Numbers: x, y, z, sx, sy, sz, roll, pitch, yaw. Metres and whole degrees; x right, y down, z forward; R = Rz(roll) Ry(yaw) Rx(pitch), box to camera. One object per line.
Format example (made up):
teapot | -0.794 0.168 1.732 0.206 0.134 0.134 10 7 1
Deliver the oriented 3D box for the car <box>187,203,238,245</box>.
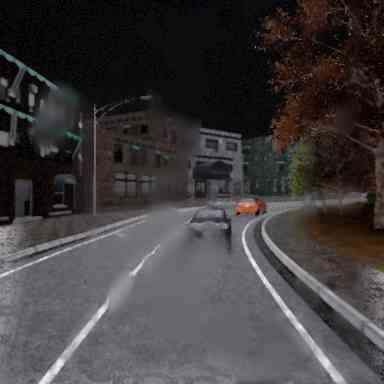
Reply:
car | 0.948 1.496 15.540 2.128 1.511 4.902 0 0 7

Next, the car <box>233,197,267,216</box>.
car | 5.926 1.288 32.551 2.097 1.767 4.553 0 0 24

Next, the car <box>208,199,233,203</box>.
car | 3.823 1.514 42.684 1.895 1.301 4.718 -1 0 36
